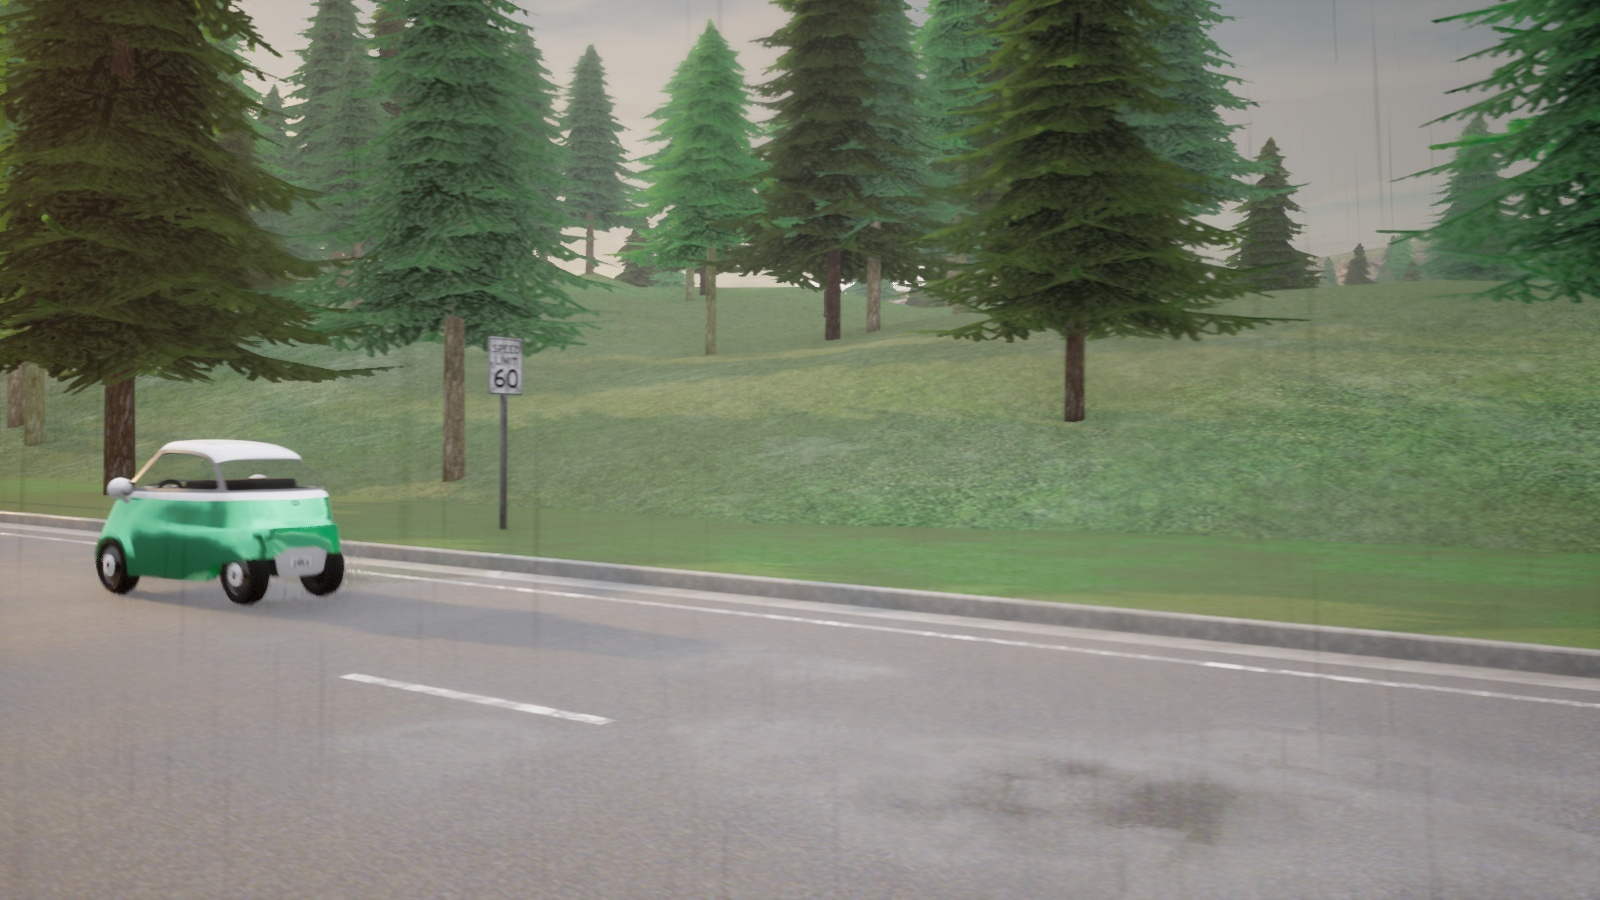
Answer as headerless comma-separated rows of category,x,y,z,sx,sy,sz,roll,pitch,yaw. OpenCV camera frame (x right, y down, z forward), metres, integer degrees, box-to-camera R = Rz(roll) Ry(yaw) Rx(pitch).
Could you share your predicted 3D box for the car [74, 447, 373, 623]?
car,-5.171,0.679,11.264,2.207,1.376,1.481,0,1,34
